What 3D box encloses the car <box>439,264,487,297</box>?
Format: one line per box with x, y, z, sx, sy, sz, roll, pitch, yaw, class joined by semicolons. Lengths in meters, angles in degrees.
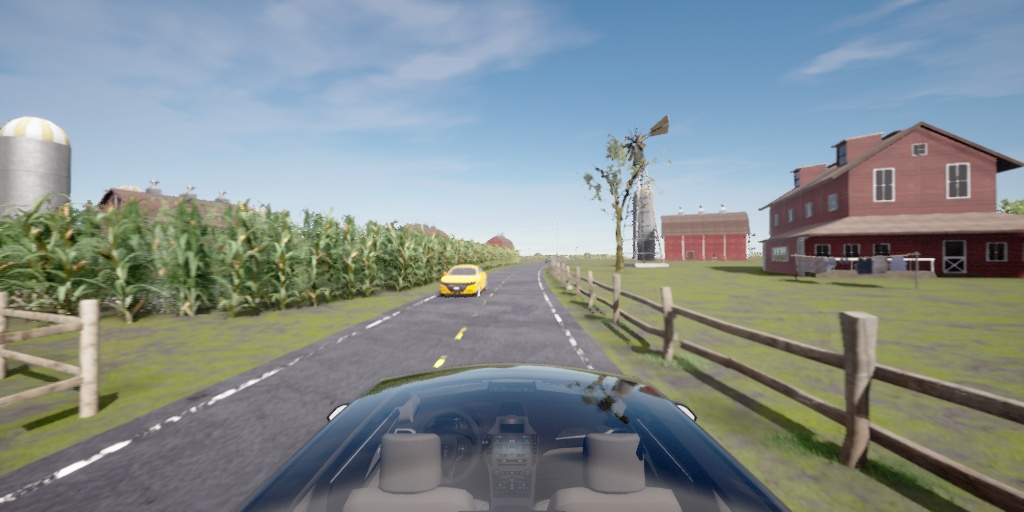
-2.449;1.226;18.967;1.882;1.535;5.008;0;0;3;car
